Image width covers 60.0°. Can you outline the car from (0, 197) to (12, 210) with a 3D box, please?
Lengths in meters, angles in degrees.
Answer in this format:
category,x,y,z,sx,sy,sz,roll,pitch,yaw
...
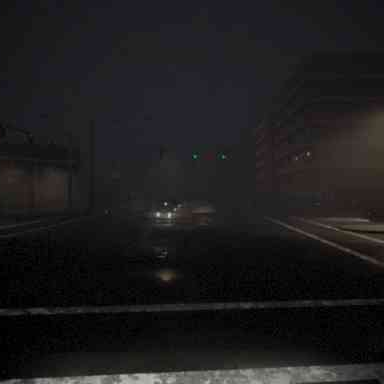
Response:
category,x,y,z,sx,sy,sz,roll,pitch,yaw
car,-23.228,1.273,36.930,4.611,1.667,2.242,0,0,1

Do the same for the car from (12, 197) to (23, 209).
category,x,y,z,sx,sy,sz,roll,pitch,yaw
car,-23.931,1.431,42.683,3.806,1.475,1.970,0,0,1

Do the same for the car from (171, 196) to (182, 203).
category,x,y,z,sx,sy,sz,roll,pitch,yaw
car,-3.146,1.507,68.376,2.033,1.411,5.357,0,0,0

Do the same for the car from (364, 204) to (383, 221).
category,x,y,z,sx,sy,sz,roll,pitch,yaw
car,16.279,1.548,26.914,4.181,1.385,1.994,0,0,1

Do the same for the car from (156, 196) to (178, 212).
category,x,y,z,sx,sy,sz,roll,pitch,yaw
car,-3.042,1.525,38.448,2.033,1.411,5.357,0,0,0

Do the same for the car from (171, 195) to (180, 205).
category,x,y,z,sx,sy,sz,roll,pitch,yaw
car,-3.084,1.450,48.025,1.882,1.535,5.008,0,0,0
